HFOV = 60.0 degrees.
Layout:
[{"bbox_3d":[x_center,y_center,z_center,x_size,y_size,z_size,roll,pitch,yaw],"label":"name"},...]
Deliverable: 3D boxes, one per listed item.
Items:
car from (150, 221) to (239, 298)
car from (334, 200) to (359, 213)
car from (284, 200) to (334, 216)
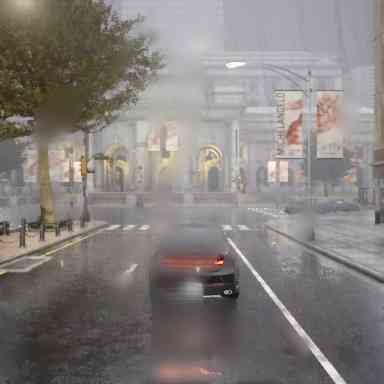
[{"bbox_3d":[0.062,1.505,8.476,1.837,1.490,4.892,0,0,0],"label":"car"},{"bbox_3d":[15.883,1.564,36.216,4.181,1.385,1.994,0,0,0],"label":"car"},{"bbox_3d":[11.232,1.564,32.736,4.181,1.385,1.994,0,0,0],"label":"car"}]
